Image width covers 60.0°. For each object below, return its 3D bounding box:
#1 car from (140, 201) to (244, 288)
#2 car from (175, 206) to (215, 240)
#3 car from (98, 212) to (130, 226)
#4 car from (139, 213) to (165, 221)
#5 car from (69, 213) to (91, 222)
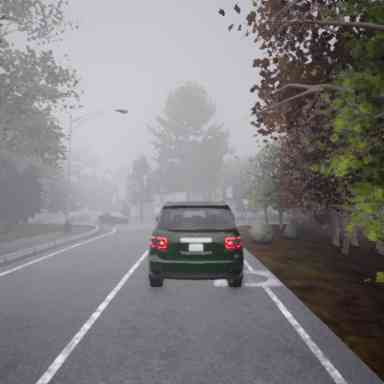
[{"bbox_3d":[0.101,1.261,9.421,2.150,2.045,5.566,0,-1,0],"label":"car"},{"bbox_3d":[0.227,1.710,19.752,2.097,1.767,4.553,0,-3,2],"label":"car"},{"bbox_3d":[-8.401,2.852,35.648,1.882,1.535,5.008,4,-6,-38],"label":"car"},{"bbox_3d":[-8.344,5.189,69.474,4.892,1.490,1.837,2,-5,-21],"label":"car"},{"bbox_3d":[-19.175,4.435,56.878,1.837,1.490,4.892,-2,-5,14],"label":"car"}]
